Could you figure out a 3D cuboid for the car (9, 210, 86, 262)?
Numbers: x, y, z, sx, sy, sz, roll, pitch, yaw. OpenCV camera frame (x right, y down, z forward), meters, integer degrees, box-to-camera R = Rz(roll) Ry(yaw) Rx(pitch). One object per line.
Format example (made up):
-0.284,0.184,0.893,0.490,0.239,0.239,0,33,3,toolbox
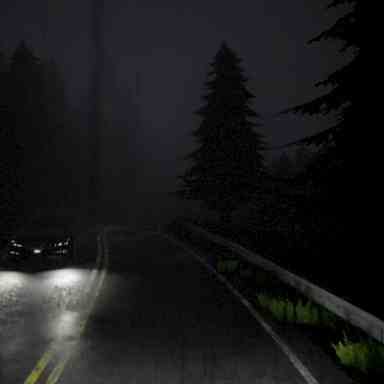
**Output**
-4.971,1.453,12.021,1.837,1.490,4.892,1,0,-12,car
